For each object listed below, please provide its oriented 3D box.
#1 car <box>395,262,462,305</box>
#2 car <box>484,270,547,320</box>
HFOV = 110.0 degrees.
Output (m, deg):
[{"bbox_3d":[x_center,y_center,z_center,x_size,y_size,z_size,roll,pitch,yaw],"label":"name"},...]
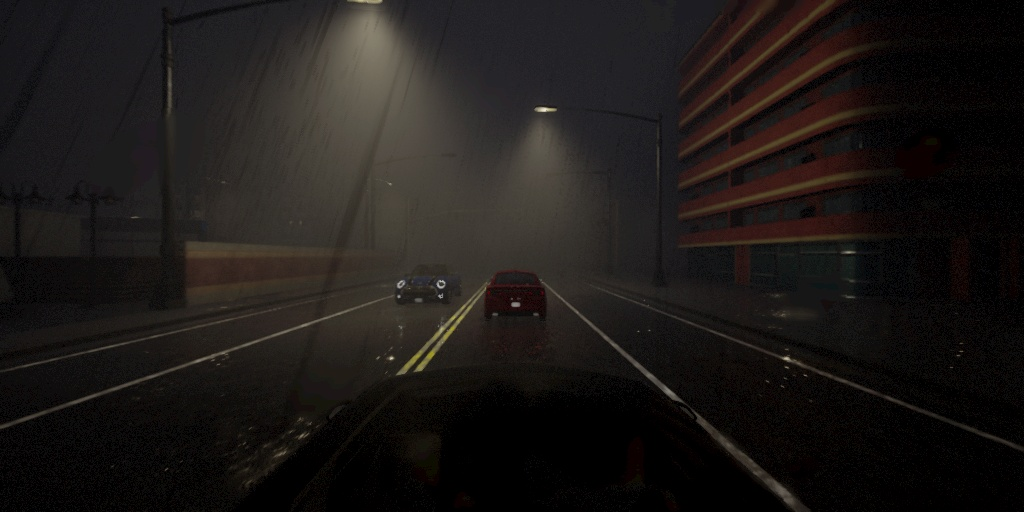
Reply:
[{"bbox_3d":[-3.516,1.081,15.827,2.097,1.767,4.553,0,0,1],"label":"car"},{"bbox_3d":[0.105,1.213,12.541,1.882,1.535,5.008,0,0,0],"label":"car"}]
